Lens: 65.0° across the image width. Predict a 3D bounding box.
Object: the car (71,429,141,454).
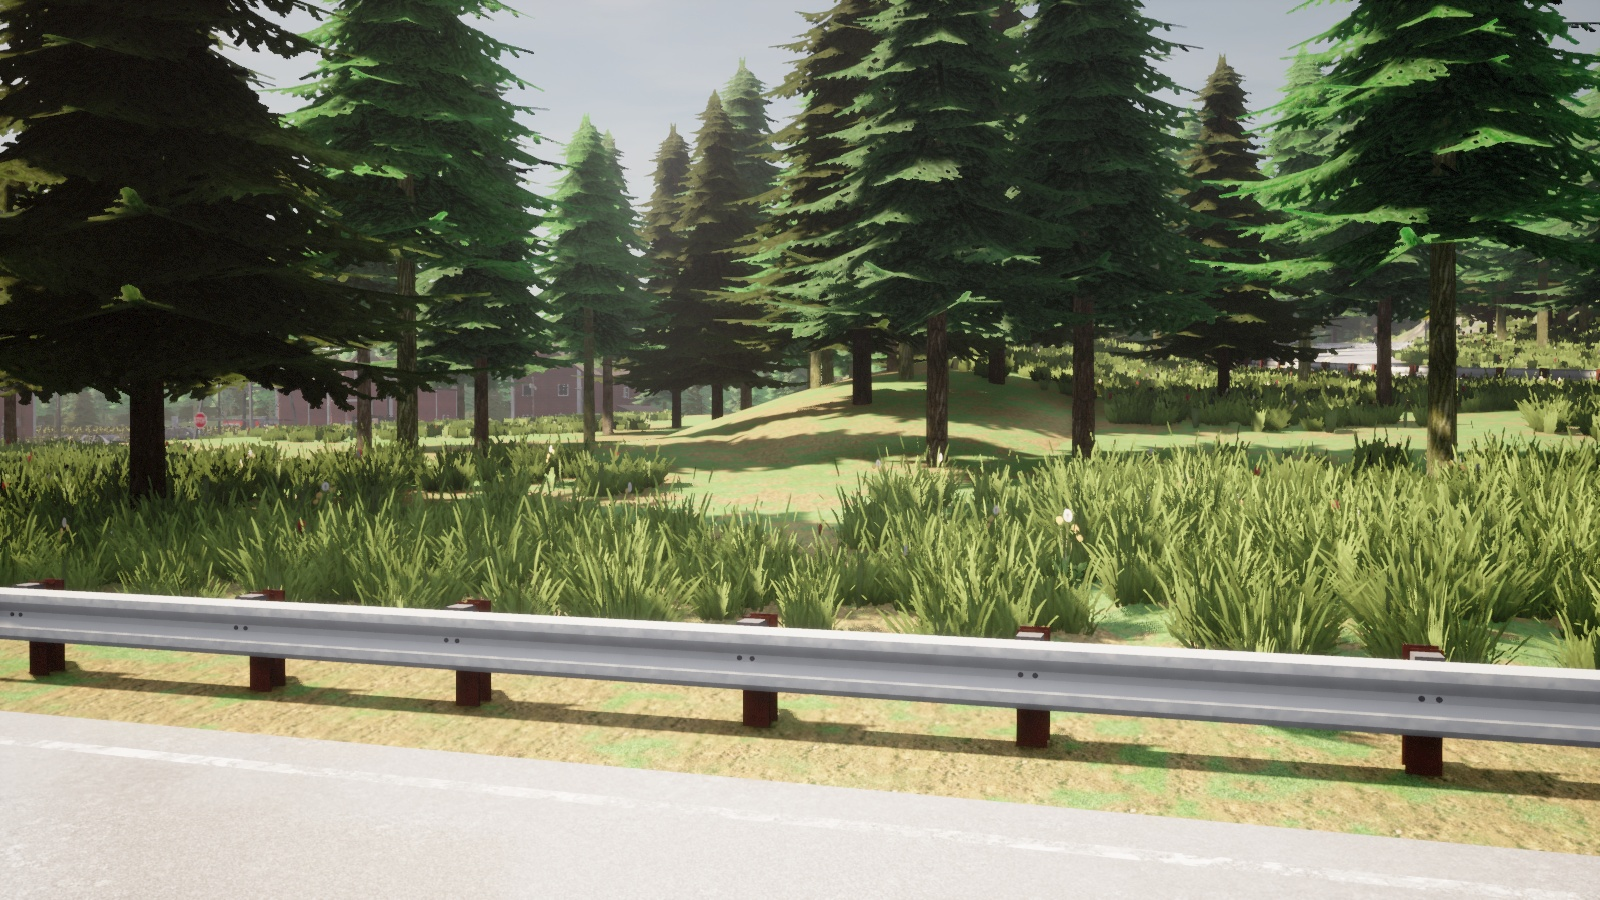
[{"bbox_3d":[-43.263,-0.549,78.304,3.633,1.501,1.845,1,1,20],"label":"car"}]
